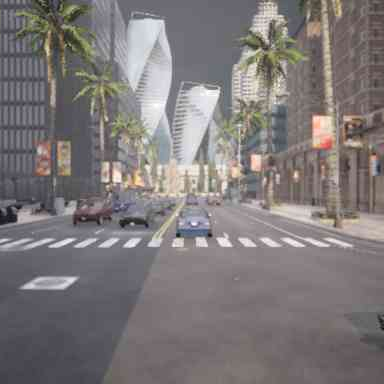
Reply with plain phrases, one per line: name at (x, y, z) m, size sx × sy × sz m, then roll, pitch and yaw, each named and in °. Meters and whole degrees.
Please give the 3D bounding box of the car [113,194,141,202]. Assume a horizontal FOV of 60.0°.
car at (-6.991, 1.207, 33.886) m, size 2.150 × 2.045 × 5.566 m, roll 0°, pitch 0°, yaw 0°

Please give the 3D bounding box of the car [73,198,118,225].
car at (-7.063, 1.468, 24.183) m, size 1.882 × 1.535 × 5.008 m, roll 0°, pitch 0°, yaw 0°

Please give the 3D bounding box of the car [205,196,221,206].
car at (3.522, 1.574, 54.257) m, size 1.895 × 1.301 × 4.718 m, roll 0°, pitch 0°, yaw -1°

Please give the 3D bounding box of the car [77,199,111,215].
car at (-10.182, 1.499, 34.959) m, size 2.161 × 1.482 × 4.786 m, roll 0°, pitch 0°, yaw -1°

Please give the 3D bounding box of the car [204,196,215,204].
car at (3.416, 1.473, 64.310) m, size 1.837 × 1.490 × 4.892 m, roll 0°, pitch 0°, yaw -1°

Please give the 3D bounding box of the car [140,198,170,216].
car at (-3.516, 1.549, 31.967) m, size 1.994 × 1.385 × 4.181 m, roll 0°, pitch 0°, yaw 1°

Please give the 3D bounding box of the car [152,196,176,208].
car at (-3.488, 1.545, 41.732) m, size 1.994 × 1.385 × 4.181 m, roll 0°, pitch 0°, yaw 0°

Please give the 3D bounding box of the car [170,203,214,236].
car at (0.105, 1.538, 18.118) m, size 2.033 × 1.411 × 5.357 m, roll 0°, pitch 0°, yaw 0°

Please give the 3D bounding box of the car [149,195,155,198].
car at (-10.404, 1.443, 86.264) m, size 2.231 × 1.521 × 4.892 m, roll 0°, pitch 0°, yaw -1°

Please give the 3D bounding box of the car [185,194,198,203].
car at (0.022, 1.538, 54.266) m, size 1.994 × 1.385 × 4.181 m, roll 0°, pitch 0°, yaw -1°

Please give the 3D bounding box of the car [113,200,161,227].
car at (-3.574, 1.537, 22.728) m, size 2.033 × 1.411 × 5.357 m, roll 0°, pitch 0°, yaw 0°

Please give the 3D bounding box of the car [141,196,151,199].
car at (-6.984, 1.545, 43.826) m, size 1.994 × 1.385 × 4.181 m, roll 0°, pitch 0°, yaw 0°

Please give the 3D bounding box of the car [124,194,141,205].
car at (-10.105, 1.330, 56.891) m, size 2.185 × 1.767 × 4.553 m, roll 0°, pitch 0°, yaw -1°

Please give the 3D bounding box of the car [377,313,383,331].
car at (3.601, 1.545, 2.325) m, size 2.033 × 1.411 × 5.357 m, roll 0°, pitch 0°, yaw 0°
